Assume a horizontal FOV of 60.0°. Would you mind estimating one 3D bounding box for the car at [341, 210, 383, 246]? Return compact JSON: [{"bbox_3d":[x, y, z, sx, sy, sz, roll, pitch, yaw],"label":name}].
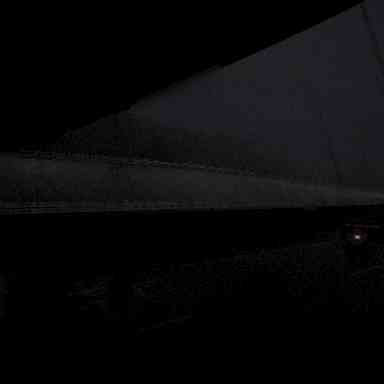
[{"bbox_3d":[8.272,1.508,14.069,4.902,1.511,2.128,0,0,-36],"label":"car"}]
